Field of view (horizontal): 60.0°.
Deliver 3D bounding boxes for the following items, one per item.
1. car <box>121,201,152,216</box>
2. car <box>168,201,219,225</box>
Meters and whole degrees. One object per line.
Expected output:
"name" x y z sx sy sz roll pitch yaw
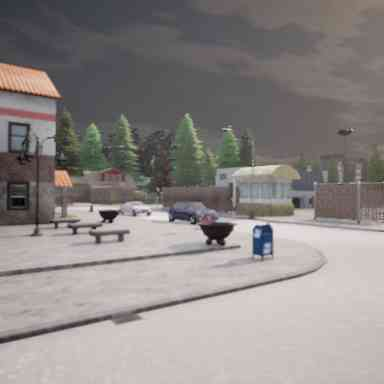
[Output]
"car" -5.869 1.701 34.482 1.812 1.442 4.674 1 0 -35
"car" 0.057 1.527 26.129 2.097 1.767 4.553 1 0 -35
